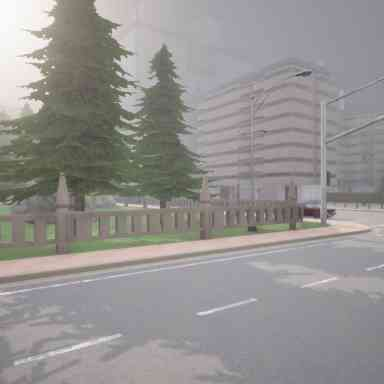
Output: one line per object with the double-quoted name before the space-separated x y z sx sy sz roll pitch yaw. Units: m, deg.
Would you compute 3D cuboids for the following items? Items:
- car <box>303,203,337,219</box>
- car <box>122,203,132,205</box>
"car" 10.103 1.600 29.056 1.895 1.301 4.718 0 0 -34
"car" -10.758 1.418 58.729 1.837 1.490 4.892 0 0 -35
